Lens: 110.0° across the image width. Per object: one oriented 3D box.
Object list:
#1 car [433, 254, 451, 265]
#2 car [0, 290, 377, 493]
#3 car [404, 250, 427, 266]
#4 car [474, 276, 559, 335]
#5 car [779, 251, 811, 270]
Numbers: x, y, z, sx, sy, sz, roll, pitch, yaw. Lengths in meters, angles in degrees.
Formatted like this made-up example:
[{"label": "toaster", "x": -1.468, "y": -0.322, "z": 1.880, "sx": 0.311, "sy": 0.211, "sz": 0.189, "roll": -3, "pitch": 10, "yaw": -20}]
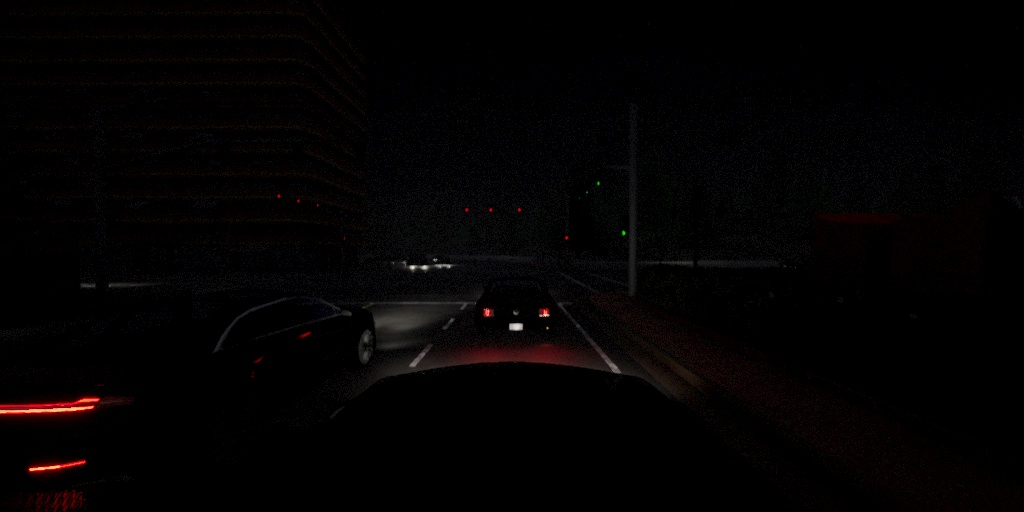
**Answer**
[{"label": "car", "x": -10.018, "y": 0.486, "z": 50.995, "sx": 2.033, "sy": 1.411, "sz": 5.357, "roll": 0, "pitch": 1, "yaw": -22}, {"label": "car", "x": -3.426, "y": 1.192, "z": 4.723, "sx": 2.128, "sy": 1.511, "sz": 4.902, "roll": 0, "pitch": 1, "yaw": 0}, {"label": "car", "x": -12.927, "y": 0.197, "z": 48.720, "sx": 2.150, "sy": 2.045, "sz": 5.566, "roll": 0, "pitch": 1, "yaw": -22}, {"label": "car", "x": 0.113, "y": 1.215, "z": 9.987, "sx": 1.895, "sy": 1.301, "sz": 4.718, "roll": 0, "pitch": 1, "yaw": 1}, {"label": "car", "x": 26.551, "y": 0.542, "z": 31.183, "sx": 5.566, "sy": 2.045, "sz": 2.150, "roll": 0, "pitch": 1, "yaw": 1}]
